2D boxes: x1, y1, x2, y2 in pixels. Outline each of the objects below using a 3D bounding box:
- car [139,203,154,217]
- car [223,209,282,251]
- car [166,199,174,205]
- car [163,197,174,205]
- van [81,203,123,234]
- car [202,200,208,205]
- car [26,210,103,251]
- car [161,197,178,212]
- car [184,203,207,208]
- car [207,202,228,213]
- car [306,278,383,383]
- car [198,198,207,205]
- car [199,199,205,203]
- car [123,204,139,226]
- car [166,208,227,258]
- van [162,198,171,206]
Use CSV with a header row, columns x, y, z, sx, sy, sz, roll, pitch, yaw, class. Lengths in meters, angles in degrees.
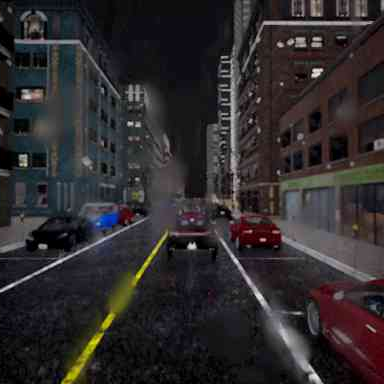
x,y,z,sx,sy,sz,roll,pitch,yaw,class
-5.686,1.963,36.959,1.947,1.339,4.313,0,-1,0,car
2.697,1.703,14.855,1.887,1.381,4.507,0,-1,0,car
-5.689,2.492,85.930,1.887,1.381,4.507,0,-1,0,car
-5.687,2.199,80.405,2.192,1.841,5.009,0,-1,0,car
-5.683,1.559,20.392,1.690,1.788,3.998,0,-1,0,van
2.695,2.022,42.471,1.947,1.339,4.313,0,-1,0,car
-5.684,1.725,14.866,1.947,1.339,4.313,0,-1,0,car
-3.022,1.843,45.633,2.097,1.767,4.553,0,-1,0,car
0.016,1.903,28.241,1.895,1.301,4.718,0,-1,0,car
2.696,1.902,31.424,1.947,1.339,4.313,0,-1,0,car
2.698,1.623,3.808,1.802,1.307,4.206,0,-1,0,car
2.693,2.387,85.931,1.967,1.590,4.097,0,-1,0,car
2.692,2.402,74.874,1.802,1.307,4.206,0,-1,0,car
-5.685,1.822,25.913,1.887,1.381,4.507,0,-1,0,car
0.021,1.637,13.490,2.128,1.511,4.902,0,0,1,car
-5.687,2.162,74.877,1.690,1.788,3.998,0,-1,0,van
